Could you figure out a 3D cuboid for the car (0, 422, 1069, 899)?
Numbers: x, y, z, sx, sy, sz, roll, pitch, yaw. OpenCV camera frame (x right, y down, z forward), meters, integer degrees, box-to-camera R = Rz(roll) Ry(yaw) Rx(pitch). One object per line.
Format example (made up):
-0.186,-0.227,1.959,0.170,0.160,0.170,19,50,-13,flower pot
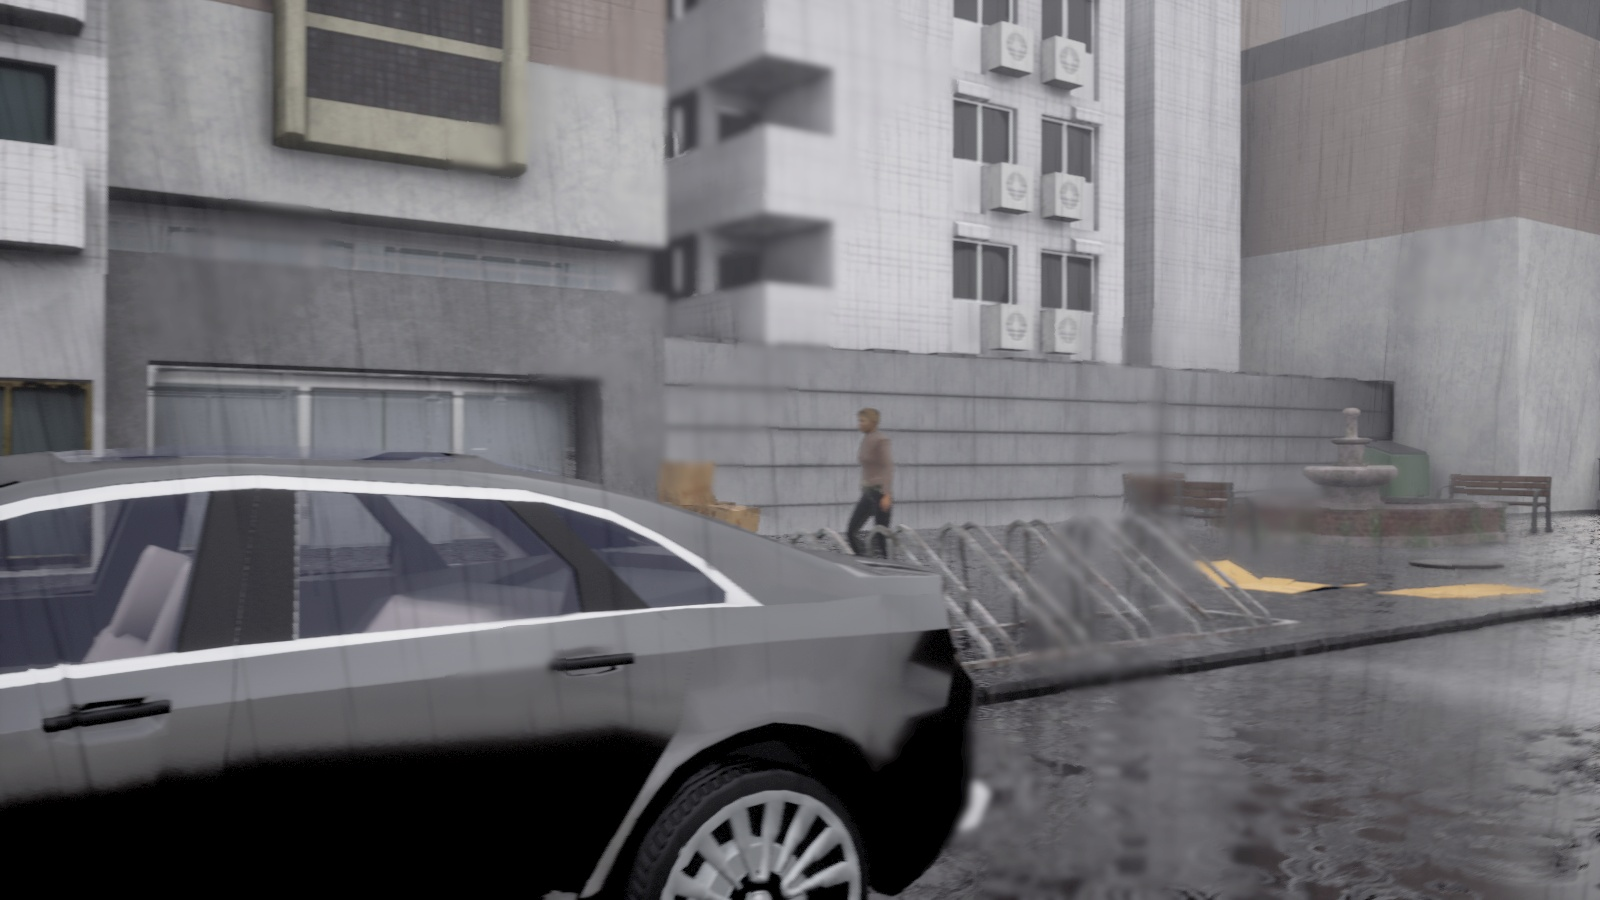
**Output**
-1.873,0.712,2.965,4.902,1.511,2.128,0,0,-35,car
